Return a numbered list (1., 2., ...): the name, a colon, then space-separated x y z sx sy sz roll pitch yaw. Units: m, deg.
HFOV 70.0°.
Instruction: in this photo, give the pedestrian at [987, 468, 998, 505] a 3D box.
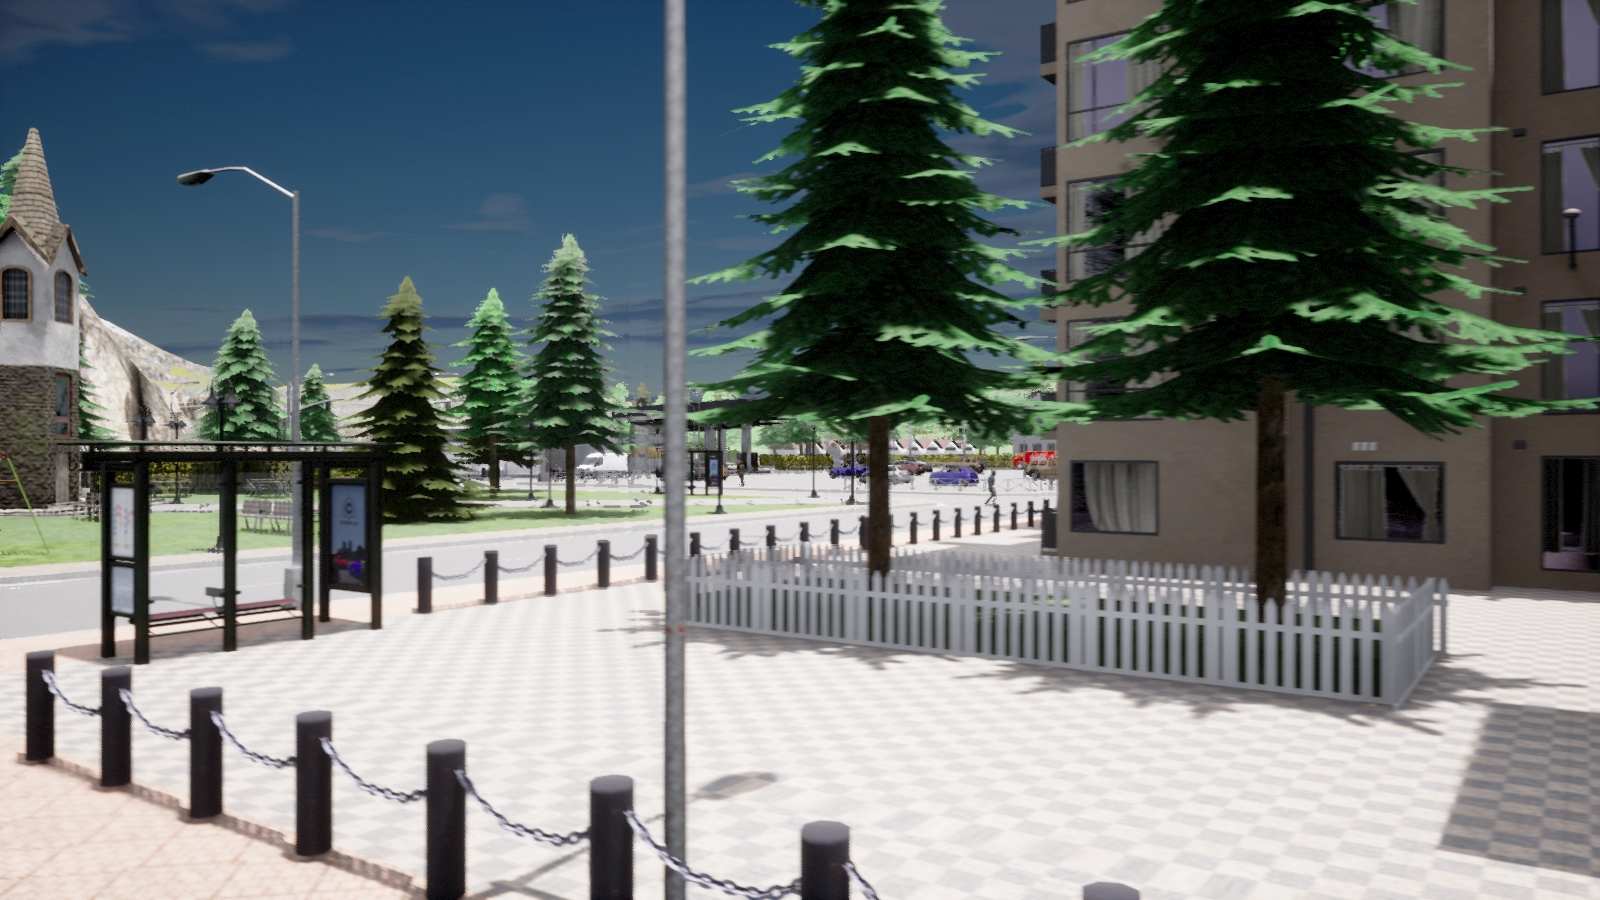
1. pedestrian: 9.656 1.839 57.325 0.375 1.860 0.375 0 0 36
